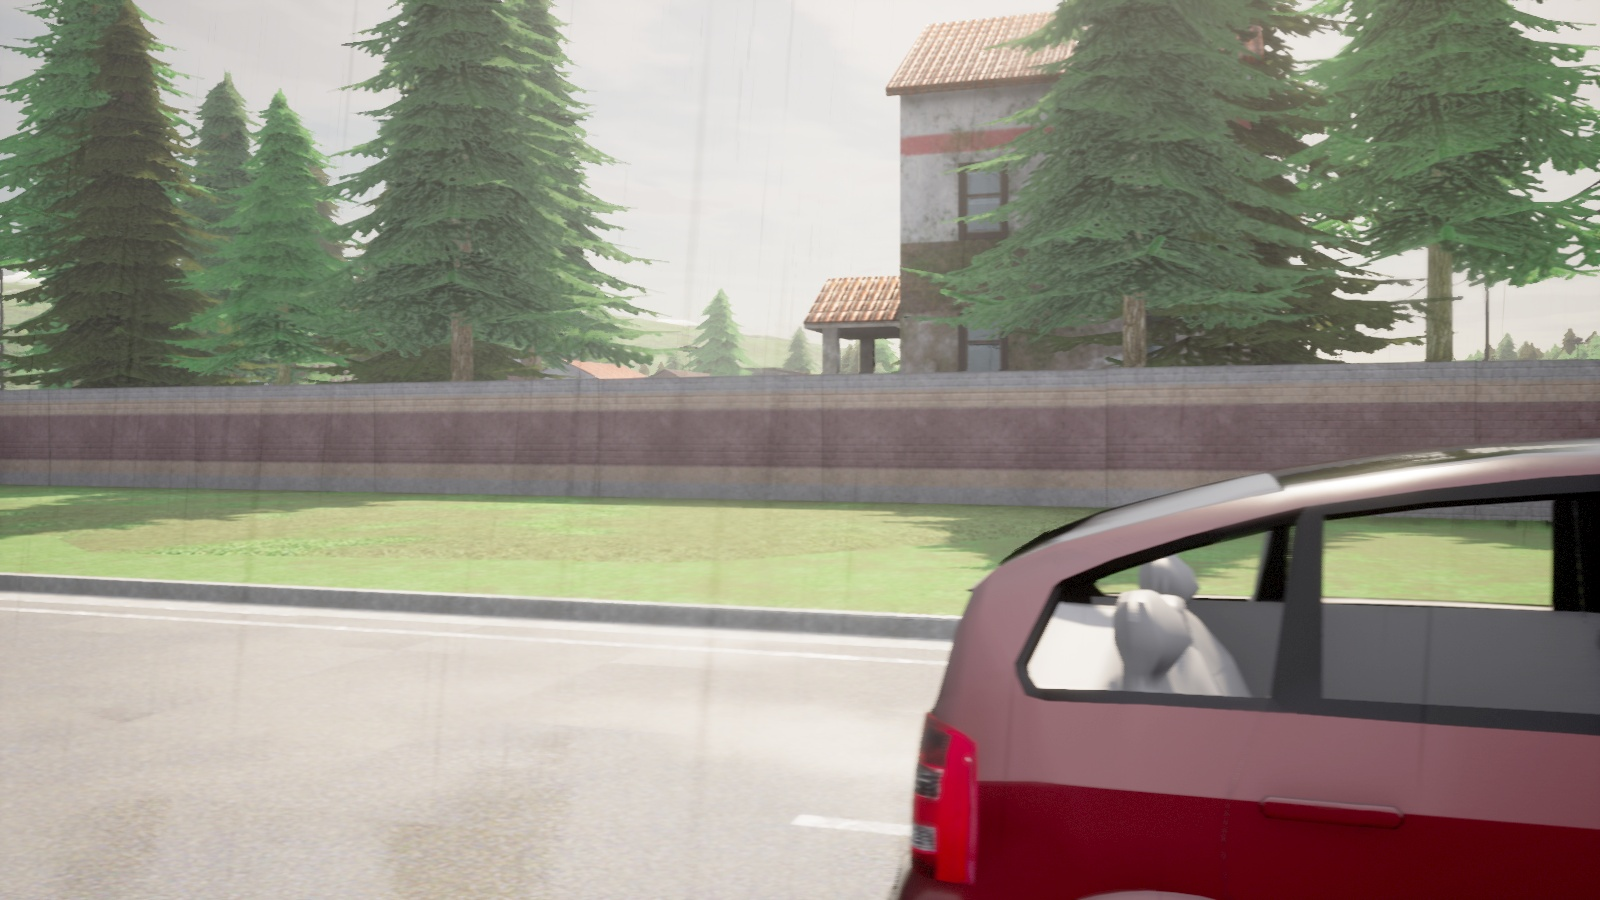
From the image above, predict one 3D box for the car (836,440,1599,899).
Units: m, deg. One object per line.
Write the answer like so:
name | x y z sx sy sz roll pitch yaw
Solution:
car | 2.104 0.774 2.486 3.705 1.549 1.789 1 1 19
